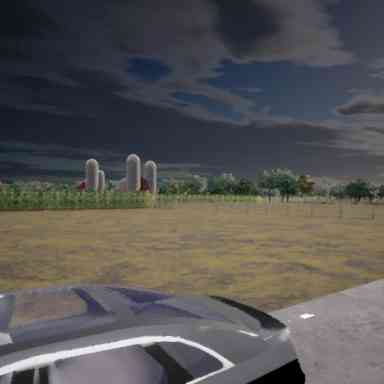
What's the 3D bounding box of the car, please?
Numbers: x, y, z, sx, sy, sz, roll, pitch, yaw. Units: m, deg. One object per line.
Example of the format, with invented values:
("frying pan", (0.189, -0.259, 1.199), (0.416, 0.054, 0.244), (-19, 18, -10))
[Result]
("car", (-1.350, 1.491, 1.983), (4.902, 1.511, 2.128), (1, 0, -35))
